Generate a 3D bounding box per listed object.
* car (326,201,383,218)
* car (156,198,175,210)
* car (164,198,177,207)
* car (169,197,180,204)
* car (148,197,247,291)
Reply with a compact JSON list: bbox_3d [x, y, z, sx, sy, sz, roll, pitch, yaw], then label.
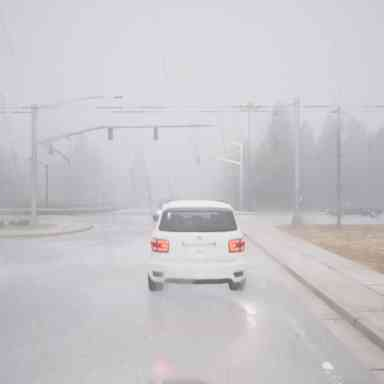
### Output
[{"bbox_3d":[14.882,1.573,30.598,4.902,1.511,2.128,0,0,1],"label":"car"},{"bbox_3d":[-3.612,1.574,46.139,2.128,1.511,4.902,0,0,0],"label":"car"},{"bbox_3d":[-3.592,1.664,55.980,1.994,1.385,4.181,0,0,0],"label":"car"},{"bbox_3d":[-3.470,1.681,65.846,1.994,1.385,4.181,0,0,1],"label":"car"},{"bbox_3d":[0.062,1.234,9.184,2.150,2.045,5.566,0,0,-2],"label":"car"}]
